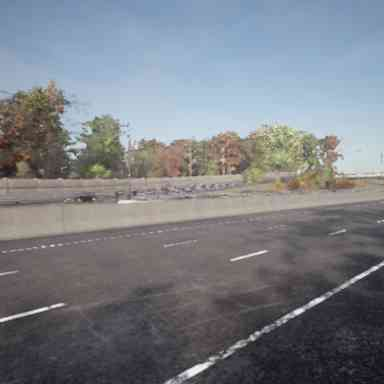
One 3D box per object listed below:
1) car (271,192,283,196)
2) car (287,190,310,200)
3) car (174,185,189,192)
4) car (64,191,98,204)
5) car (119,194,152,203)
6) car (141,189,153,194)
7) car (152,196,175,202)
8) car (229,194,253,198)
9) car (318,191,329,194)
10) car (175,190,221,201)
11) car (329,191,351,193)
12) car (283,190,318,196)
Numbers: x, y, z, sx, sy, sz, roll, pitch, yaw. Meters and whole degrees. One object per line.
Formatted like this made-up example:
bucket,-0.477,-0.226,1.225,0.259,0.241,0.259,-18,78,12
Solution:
car,13.009,0.794,49.486,4.902,1.511,2.128,-1,1,-45
car,19.645,0.465,61.082,4.553,1.767,2.097,-1,1,-45
car,-2.055,-0.607,72.350,2.097,1.767,4.553,-1,3,24
car,-14.212,0.669,42.815,1.837,1.490,4.892,-1,1,22
car,-5.541,1.192,35.808,1.895,1.301,4.718,3,0,45
car,-7.965,0.192,58.678,2.128,1.511,4.902,-1,2,22
car,-1.446,1.128,34.985,1.837,1.490,4.892,0,1,45
car,7.465,0.975,48.894,4.718,1.301,1.895,-1,1,-45
car,24.005,0.567,60.503,4.902,1.511,2.128,-1,1,-45
car,0.997,0.971,32.477,2.097,1.767,4.553,0,1,45
car,26.301,0.544,57.857,5.008,1.535,1.882,-1,1,-45
car,15.275,0.654,46.808,4.553,1.767,2.097,-1,1,-45
